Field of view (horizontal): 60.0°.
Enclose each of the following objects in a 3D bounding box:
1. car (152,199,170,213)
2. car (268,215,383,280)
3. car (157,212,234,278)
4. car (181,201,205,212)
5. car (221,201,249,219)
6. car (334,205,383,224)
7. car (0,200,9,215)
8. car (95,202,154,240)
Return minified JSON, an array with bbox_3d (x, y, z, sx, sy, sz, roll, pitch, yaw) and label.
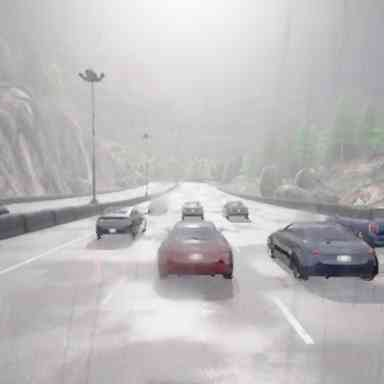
[{"bbox_3d":[-3.439,1.421,34.683,1.812,1.442,4.674,0,0,0],"label":"car"},{"bbox_3d":[3.591,1.532,9.853,1.994,1.385,4.181,0,0,0],"label":"car"},{"bbox_3d":[0.090,1.534,10.023,1.994,1.385,4.181,0,0,0],"label":"car"},{"bbox_3d":[0.069,1.467,27.723,2.033,1.411,5.357,0,0,0],"label":"car"},{"bbox_3d":[3.569,1.463,27.954,2.033,1.411,5.357,0,0,0],"label":"car"},{"bbox_3d":[7.086,1.306,13.602,2.097,1.767,4.553,0,0,0],"label":"car"},{"bbox_3d":[-14.089,1.300,21.846,2.097,1.767,4.553,0,0,0],"label":"car"},{"bbox_3d":[-3.418,1.446,16.708,2.128,1.511,4.902,0,0,0],"label":"car"}]
